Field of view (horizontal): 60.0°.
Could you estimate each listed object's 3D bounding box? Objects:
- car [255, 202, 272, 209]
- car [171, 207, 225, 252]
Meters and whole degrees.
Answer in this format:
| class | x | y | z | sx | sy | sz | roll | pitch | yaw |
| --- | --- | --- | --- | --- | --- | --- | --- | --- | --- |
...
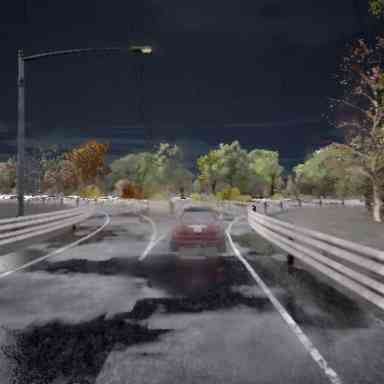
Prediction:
| class | x | y | z | sx | sy | sz | roll | pitch | yaw |
| --- | --- | --- | --- | --- | --- | --- | --- | --- | --- |
| car | 11.650 | 2.242 | 54.749 | 1.895 | 1.301 | 4.718 | 0 | -1 | 33 |
| car | 0.339 | 1.451 | 14.699 | 2.097 | 1.767 | 4.553 | 0 | 0 | 3 |
